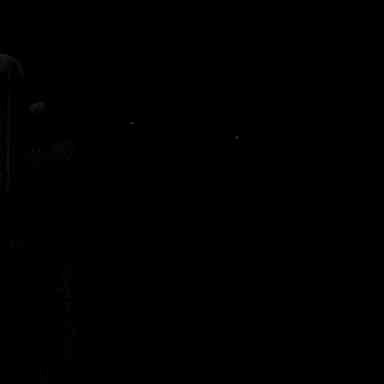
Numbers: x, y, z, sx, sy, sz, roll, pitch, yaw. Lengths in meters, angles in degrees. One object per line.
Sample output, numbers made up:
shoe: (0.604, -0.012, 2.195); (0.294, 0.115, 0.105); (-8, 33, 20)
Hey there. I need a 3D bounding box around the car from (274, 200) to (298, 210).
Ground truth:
car: (14.203, 1.978, 49.910); (2.033, 1.411, 5.357); (1, 0, 36)
